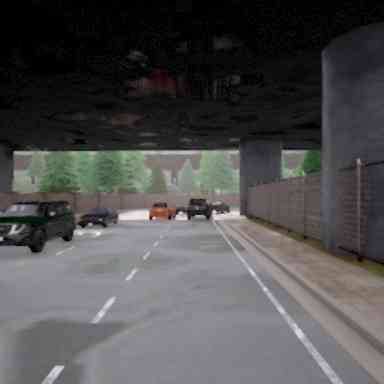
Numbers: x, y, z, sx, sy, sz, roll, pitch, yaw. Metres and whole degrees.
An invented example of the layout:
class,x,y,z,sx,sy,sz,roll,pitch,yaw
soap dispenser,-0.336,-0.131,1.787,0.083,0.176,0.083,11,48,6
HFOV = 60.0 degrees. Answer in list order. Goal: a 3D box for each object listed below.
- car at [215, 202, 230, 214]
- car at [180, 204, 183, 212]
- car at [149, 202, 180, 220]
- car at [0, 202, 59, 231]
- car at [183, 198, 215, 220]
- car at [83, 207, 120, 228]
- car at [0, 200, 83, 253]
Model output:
class,x,y,z,sx,sy,sz,roll,pitch,yaw
car,3.747,2.068,44.482,1.837,1.490,4.892,0,0,22
car,-0.623,2.140,42.990,1.895,1.301,4.718,0,-1,17
car,-2.807,1.762,32.830,2.097,1.767,4.553,0,-1,6
car,-10.434,1.454,21.224,1.882,1.535,5.008,0,-1,0
car,0.798,1.645,33.656,2.150,2.045,5.566,0,-1,7
car,-6.932,1.862,25.478,2.033,1.411,5.357,0,-1,1
car,-7.045,1.405,14.974,2.150,2.045,5.566,0,-1,0
